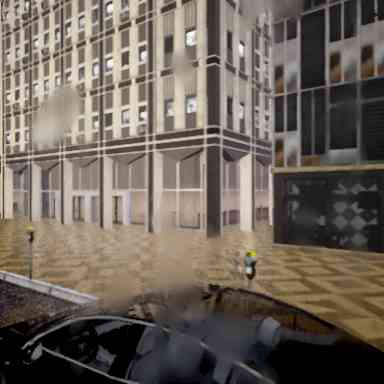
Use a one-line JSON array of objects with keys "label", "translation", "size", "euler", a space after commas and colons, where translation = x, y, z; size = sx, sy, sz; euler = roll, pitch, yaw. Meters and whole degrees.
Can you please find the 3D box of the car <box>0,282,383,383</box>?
[{"label": "car", "translation": [-0.286, 1.564, 3.081], "size": [4.313, 1.339, 1.947], "euler": [0, 0, 35]}]
